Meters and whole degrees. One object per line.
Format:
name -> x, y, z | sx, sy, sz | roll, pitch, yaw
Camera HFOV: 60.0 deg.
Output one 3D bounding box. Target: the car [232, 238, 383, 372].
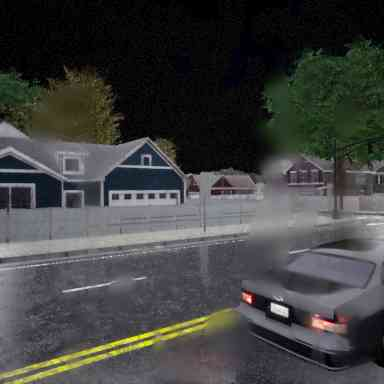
car -> 3.143, 1.539, 5.709 | 5.357, 1.411, 2.033 | 0, 0, -36
